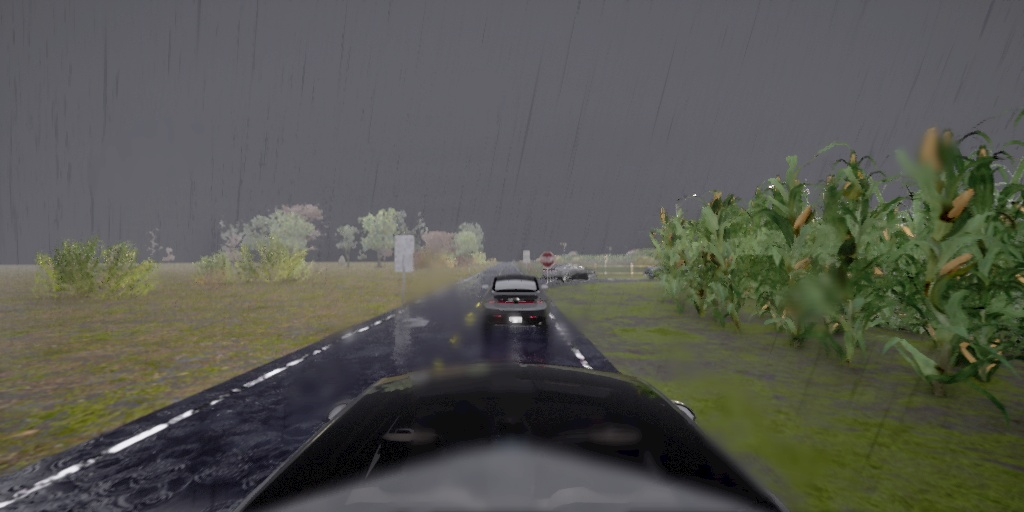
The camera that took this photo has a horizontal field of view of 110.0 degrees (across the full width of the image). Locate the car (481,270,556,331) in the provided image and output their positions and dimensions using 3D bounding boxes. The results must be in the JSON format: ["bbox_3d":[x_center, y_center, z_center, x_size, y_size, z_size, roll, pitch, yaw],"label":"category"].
[{"bbox_3d":[0.096,1.313,11.210,1.837,1.490,4.892,0,0,0],"label":"car"}]

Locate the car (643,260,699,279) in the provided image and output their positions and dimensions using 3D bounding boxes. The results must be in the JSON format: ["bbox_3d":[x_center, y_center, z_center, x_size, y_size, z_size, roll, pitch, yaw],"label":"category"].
[{"bbox_3d":[14.226,1.162,32.227,4.553,1.767,2.097,-1,-1,-1],"label":"car"}]

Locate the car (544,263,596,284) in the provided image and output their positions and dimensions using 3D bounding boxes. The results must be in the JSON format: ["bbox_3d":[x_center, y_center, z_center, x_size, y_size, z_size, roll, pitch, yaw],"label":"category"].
[{"bbox_3d":[4.503,1.309,27.757,4.902,1.511,2.128,0,-1,-39],"label":"car"}]
